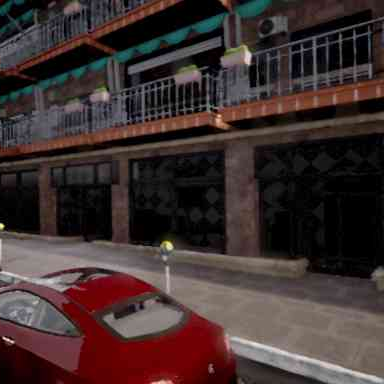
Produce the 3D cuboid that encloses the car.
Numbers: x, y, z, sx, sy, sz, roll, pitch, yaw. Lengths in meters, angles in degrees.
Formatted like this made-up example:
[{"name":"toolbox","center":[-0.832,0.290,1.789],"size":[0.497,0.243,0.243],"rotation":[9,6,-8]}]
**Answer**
[{"name":"car","center":[-1.499,1.583,3.955],"size":[4.206,1.307,1.802],"rotation":[0,-1,36]}]
